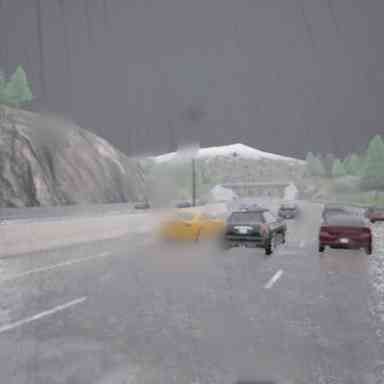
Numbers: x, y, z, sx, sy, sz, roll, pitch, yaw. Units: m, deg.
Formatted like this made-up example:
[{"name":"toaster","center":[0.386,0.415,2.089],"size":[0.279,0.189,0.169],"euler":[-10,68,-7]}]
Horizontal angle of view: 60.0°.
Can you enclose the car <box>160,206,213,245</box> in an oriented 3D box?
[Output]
[{"name":"car","center":[0.161,1.716,17.241],"size":[1.882,1.535,5.008],"euler":[-1,0,24]}]

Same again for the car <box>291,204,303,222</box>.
[{"name":"car","center":[8.605,1.797,29.237],"size":[2.128,1.511,4.902],"euler":[-1,-1,20]}]

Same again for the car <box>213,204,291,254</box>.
[{"name":"car","center":[2.811,1.522,14.601],"size":[2.097,1.767,4.553],"euler":[-1,-1,24]}]

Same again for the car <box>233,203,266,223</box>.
[{"name":"car","center":[5.329,1.853,30.466],"size":[2.128,1.511,4.902],"euler":[-1,-1,20]}]

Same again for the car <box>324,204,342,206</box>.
[{"name":"car","center":[11.885,1.755,28.020],"size":[1.837,1.490,4.892],"euler":[-1,0,20]}]

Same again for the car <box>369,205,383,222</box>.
[{"name":"car","center":[15.218,1.760,26.950],"size":[1.994,1.385,4.181],"euler":[-1,-1,20]}]

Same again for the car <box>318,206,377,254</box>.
[{"name":"car","center":[6.504,1.600,14.284],"size":[1.882,1.535,5.008],"euler":[-1,0,24]}]

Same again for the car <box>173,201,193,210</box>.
[{"name":"car","center":[-1.489,2.369,57.855],"size":[2.033,1.411,5.357],"euler":[-1,-1,13]}]
